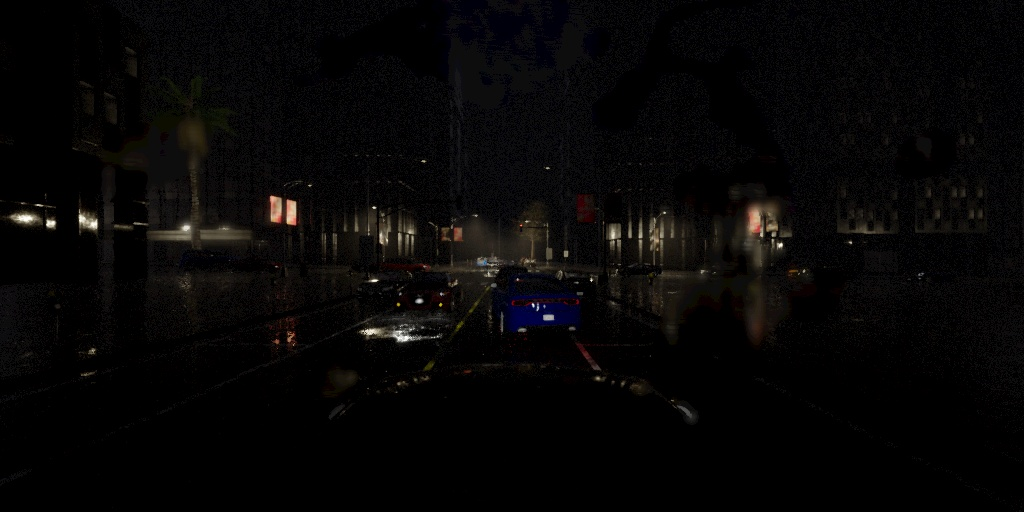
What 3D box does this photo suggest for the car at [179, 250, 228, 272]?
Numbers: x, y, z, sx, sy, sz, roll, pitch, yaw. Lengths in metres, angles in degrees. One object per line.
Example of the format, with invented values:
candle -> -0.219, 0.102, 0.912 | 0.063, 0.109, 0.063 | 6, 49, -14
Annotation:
car -> -29.705, 0.477, 35.644 | 5.566, 2.045, 2.150 | 1, 0, 1

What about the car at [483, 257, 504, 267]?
car -> -2.874, 1.258, 56.181 | 2.128, 1.511, 4.902 | 0, 0, 2

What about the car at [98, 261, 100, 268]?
car -> -40.448, 0.543, 32.454 | 5.008, 1.535, 1.882 | 1, 0, 0

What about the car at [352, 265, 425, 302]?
car -> -5.753, 1.302, 16.818 | 2.007, 1.370, 4.403 | 0, 0, 0

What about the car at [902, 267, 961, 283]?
car -> 45.226, 1.988, 38.749 | 4.553, 1.767, 2.097 | 1, 0, 1

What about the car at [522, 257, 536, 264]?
car -> 2.987, 1.319, 58.993 | 2.007, 1.370, 4.403 | 0, 0, 1

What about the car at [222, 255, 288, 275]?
car -> -22.869, 0.893, 32.373 | 4.674, 1.442, 1.812 | 1, 0, 0

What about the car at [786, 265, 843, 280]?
car -> 35.436, 1.934, 42.083 | 5.008, 1.535, 1.882 | 1, 0, 0

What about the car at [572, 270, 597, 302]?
car -> 2.772, 1.302, 16.810 | 2.007, 1.370, 4.403 | 0, 0, 0

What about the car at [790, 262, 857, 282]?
car -> 33.916, 1.642, 38.843 | 5.566, 2.045, 2.150 | 1, 0, 0

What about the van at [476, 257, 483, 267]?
van -> -5.484, 1.112, 64.586 | 1.690, 1.789, 3.998 | 0, 0, 1

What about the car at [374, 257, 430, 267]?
car -> -9.493, 0.971, 32.319 | 4.553, 1.767, 2.097 | 2, 0, 0

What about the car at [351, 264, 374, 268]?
car -> -13.290, 1.145, 35.752 | 4.718, 1.301, 1.895 | 1, 0, -3

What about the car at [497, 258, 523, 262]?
car -> -0.222, 1.337, 46.246 | 2.033, 1.411, 5.357 | 0, 0, 7

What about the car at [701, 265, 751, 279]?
car -> 23.187, 1.708, 38.892 | 4.902, 1.511, 2.128 | 1, 0, 0

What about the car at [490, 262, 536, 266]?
car -> 0.077, 1.257, 18.019 | 1.837, 1.490, 4.892 | 0, 0, 0

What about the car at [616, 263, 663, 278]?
car -> 13.768, 1.532, 38.913 | 4.902, 1.511, 2.128 | 1, 0, -1

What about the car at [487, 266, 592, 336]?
car -> 0.472, 1.228, 10.493 | 1.882, 1.535, 5.008 | 0, 0, -8

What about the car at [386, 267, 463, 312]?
car -> -3.095, 1.315, 13.981 | 1.994, 1.385, 4.181 | 0, 0, 0
